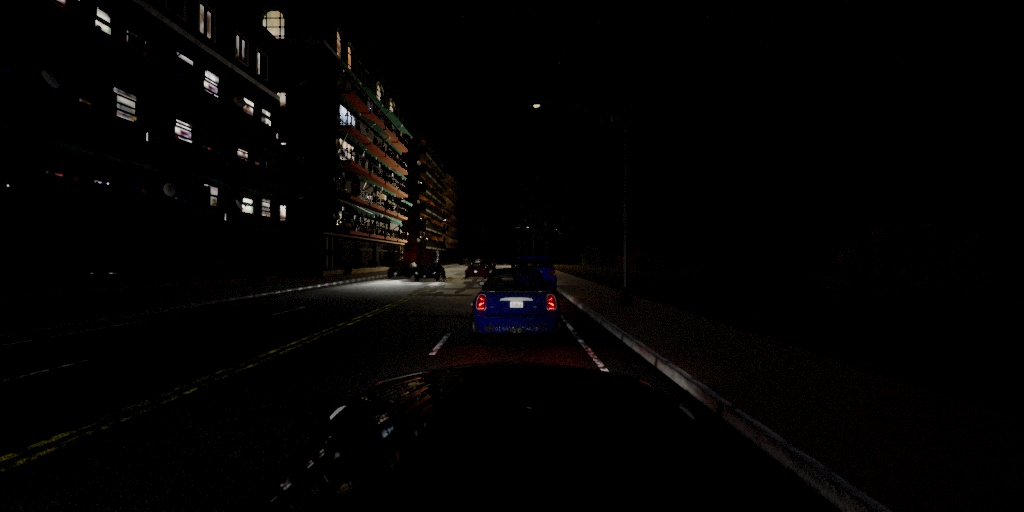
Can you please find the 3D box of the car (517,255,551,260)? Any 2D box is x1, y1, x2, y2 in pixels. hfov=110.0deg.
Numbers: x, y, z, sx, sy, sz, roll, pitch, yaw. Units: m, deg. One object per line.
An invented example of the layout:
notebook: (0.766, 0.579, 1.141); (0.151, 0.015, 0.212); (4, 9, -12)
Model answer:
car: (1.139, 0.977, 19.683); (2.150, 2.045, 5.566); (0, 0, 0)

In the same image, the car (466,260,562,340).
car: (0.098, 1.103, 10.109); (2.097, 1.767, 4.553); (0, 0, 0)

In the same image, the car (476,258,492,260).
car: (-3.144, 1.103, 45.618); (2.097, 1.767, 4.553); (0, 0, -1)

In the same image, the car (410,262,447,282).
car: (-6.597, 1.278, 29.340); (1.812, 1.442, 4.674); (0, 0, 0)

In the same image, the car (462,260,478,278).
car: (-3.145, 1.315, 33.018); (1.994, 1.385, 4.181); (0, 0, 0)

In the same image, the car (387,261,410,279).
car: (-9.847, 1.244, 32.761); (2.128, 1.511, 4.902); (0, 0, 0)
